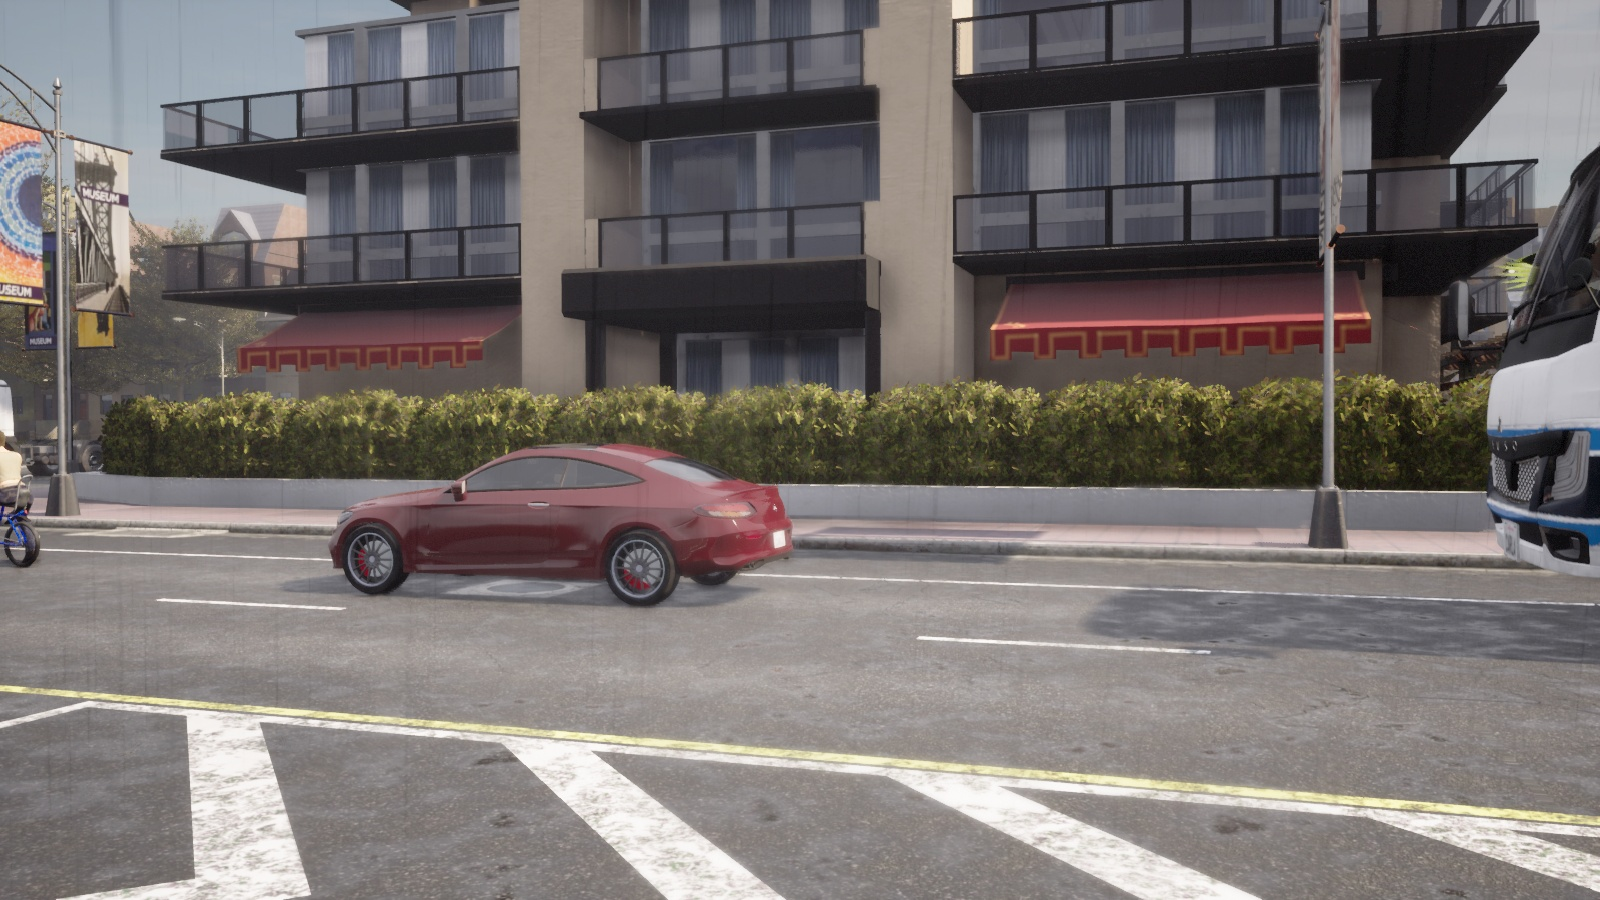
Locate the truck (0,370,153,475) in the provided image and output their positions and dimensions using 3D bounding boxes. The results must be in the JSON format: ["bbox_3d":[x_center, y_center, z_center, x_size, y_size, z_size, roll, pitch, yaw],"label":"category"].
[{"bbox_3d":[-26.963,-0.961,43.958,2.891,3.462,7.936,1,1,18],"label":"truck"}]

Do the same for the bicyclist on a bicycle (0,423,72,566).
[{"bbox_3d":[-9.546,0.490,14.820,1.509,1.612,0.866,1,1,19],"label":"bicyclist on a bicycle"}]

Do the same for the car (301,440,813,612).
[{"bbox_3d":[-2.382,0.645,12.406,4.674,1.442,1.812,1,1,19],"label":"car"}]

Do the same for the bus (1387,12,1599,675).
[{"bbox_3d":[9.790,-0.648,8.421,10.273,4.253,3.944,1,1,21],"label":"bus"}]
